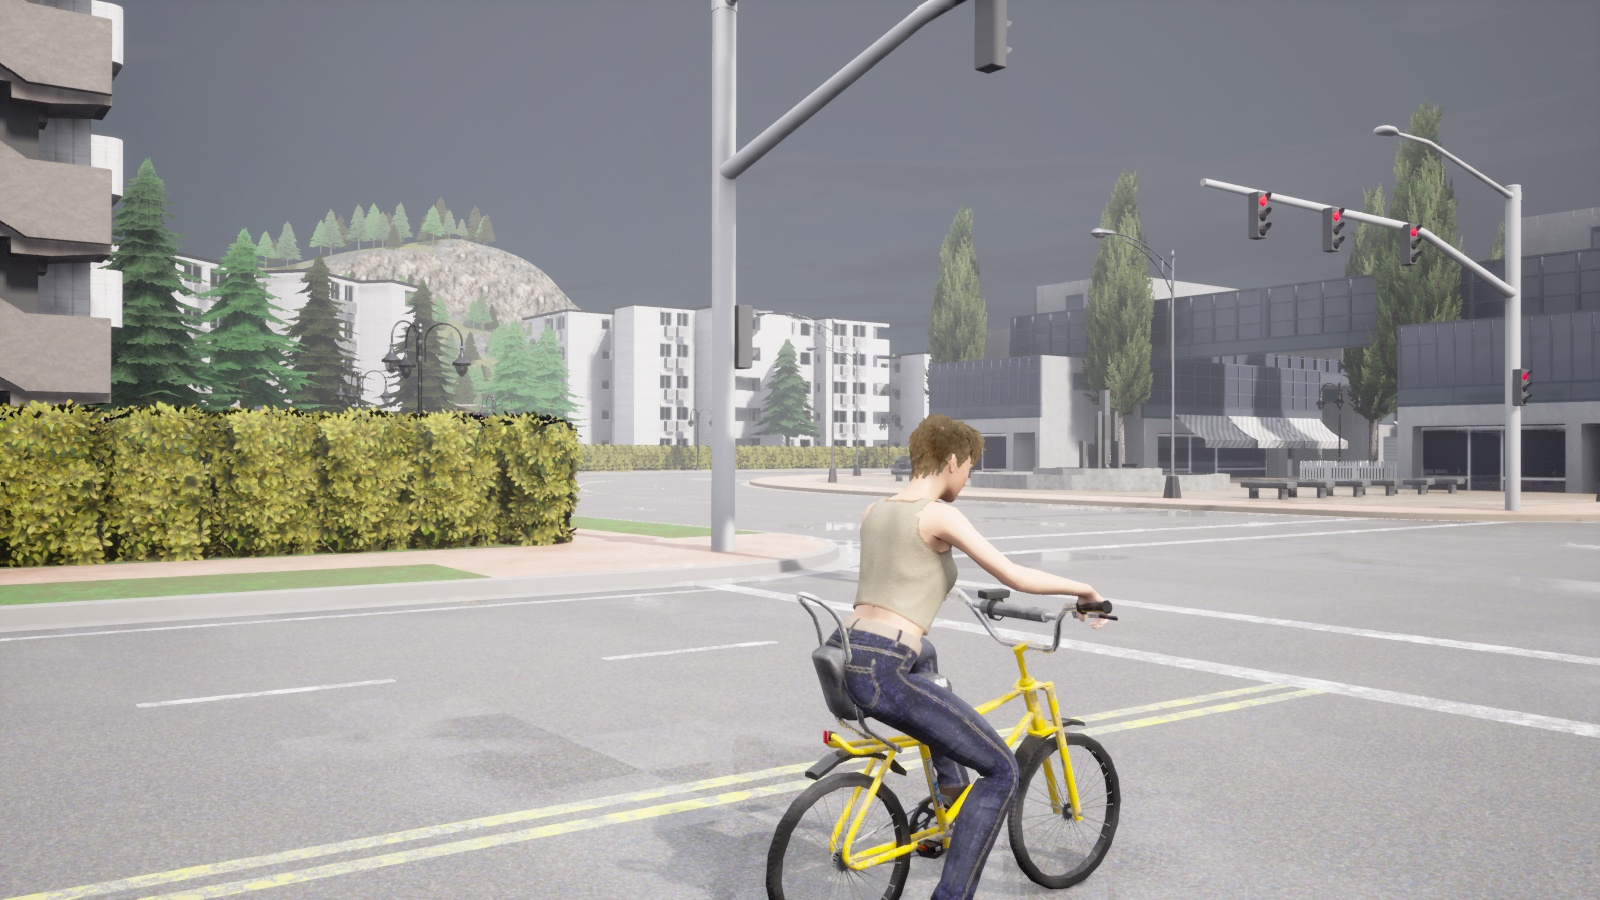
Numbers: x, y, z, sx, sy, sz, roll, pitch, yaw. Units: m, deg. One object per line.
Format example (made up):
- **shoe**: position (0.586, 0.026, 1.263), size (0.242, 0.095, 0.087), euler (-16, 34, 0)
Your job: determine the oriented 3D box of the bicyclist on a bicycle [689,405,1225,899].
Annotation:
- **bicyclist on a bicycle**: position (0.520, 0.690, 4.026), size (1.509, 1.612, 0.866), euler (0, 0, -35)
